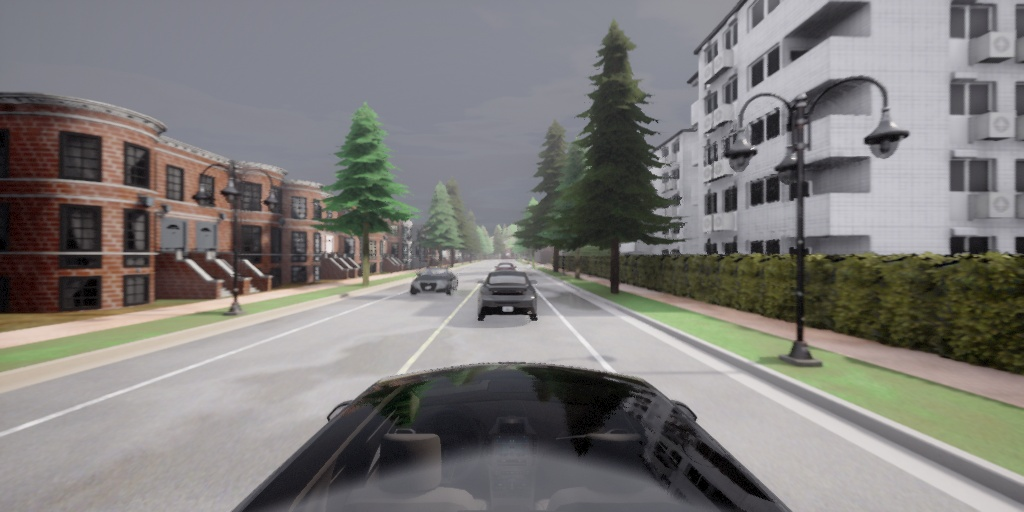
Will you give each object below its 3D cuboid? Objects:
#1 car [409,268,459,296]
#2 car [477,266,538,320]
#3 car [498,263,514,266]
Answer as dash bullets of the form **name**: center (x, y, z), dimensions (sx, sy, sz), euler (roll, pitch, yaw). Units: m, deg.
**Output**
- **car**: center (-3.994, 1.305, 18.963), dimensions (1.994, 1.385, 4.181), euler (0, 0, -1)
- **car**: center (-0.166, 1.255, 12.561), dimensions (1.837, 1.490, 4.892), euler (0, 0, -1)
- **car**: center (-0.545, 1.277, 30.830), dimensions (1.812, 1.442, 4.674), euler (0, 0, -1)
